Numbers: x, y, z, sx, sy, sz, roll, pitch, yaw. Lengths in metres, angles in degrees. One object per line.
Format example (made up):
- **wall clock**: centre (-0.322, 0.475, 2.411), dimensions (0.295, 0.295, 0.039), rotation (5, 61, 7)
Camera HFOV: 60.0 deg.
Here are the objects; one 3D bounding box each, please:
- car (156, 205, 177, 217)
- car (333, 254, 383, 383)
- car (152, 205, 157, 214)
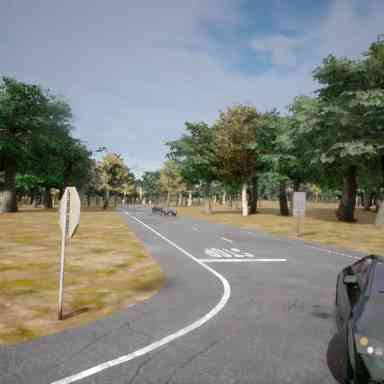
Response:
- **car**: centre (-3.489, 2.851, 48.054), dimensions (1.895, 1.301, 4.718), rotation (3, -2, -13)
- **car**: centre (3.130, 1.643, 4.656), dimensions (1.994, 1.385, 4.181), rotation (1, -1, 22)
- **car**: centre (-5.751, 2.962, 56.899), dimensions (1.882, 1.535, 5.008), rotation (3, -2, -14)
